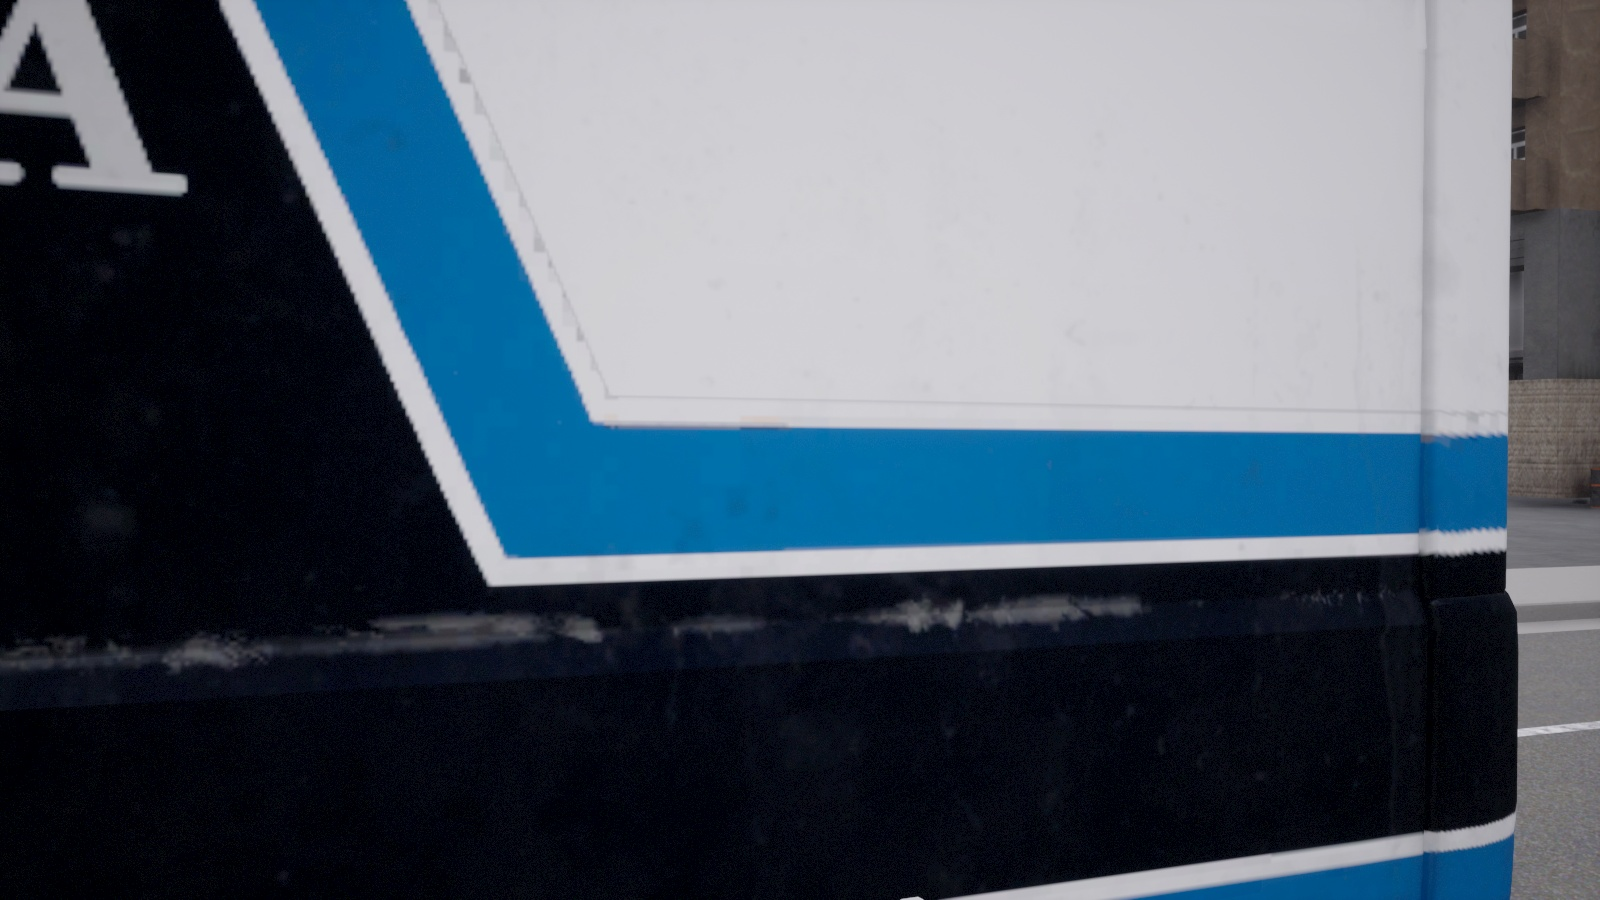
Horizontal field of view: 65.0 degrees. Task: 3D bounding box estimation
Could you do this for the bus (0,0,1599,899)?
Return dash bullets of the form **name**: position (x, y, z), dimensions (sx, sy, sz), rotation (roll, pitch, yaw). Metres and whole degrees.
- **bus**: position (-4.445, -0.550, 1.569), dimensions (10.273, 4.253, 3.944), rotation (-1, 1, -21)
